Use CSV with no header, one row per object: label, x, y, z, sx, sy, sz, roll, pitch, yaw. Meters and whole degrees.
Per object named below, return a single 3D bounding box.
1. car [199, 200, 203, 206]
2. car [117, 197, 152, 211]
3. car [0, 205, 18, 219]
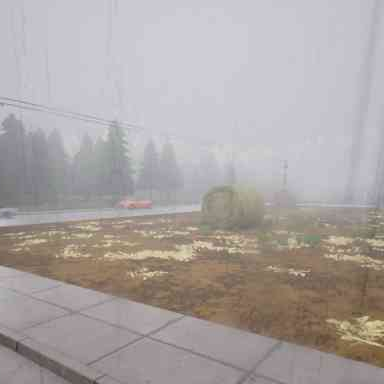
car,2.965,1.552,54.218,1.812,1.442,4.674,0,0,37
car,-7.023,1.378,40.885,2.097,1.767,4.553,0,0,37
car,-17.085,1.627,27.330,1.895,1.301,4.718,0,0,37
